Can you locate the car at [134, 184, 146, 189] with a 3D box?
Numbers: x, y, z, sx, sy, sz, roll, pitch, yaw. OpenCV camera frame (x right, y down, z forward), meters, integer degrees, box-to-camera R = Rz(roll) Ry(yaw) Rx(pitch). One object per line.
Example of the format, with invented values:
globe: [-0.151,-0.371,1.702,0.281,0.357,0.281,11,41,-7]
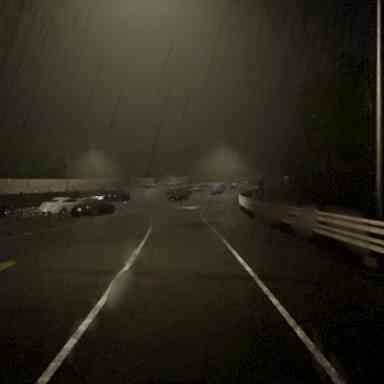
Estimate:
car: [-14.125,-1.124,89.217,2.150,2.045,5.566,1,2,17]

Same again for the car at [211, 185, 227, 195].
car: [5.224,-0.163,68.744,1.882,1.535,5.008,1,2,17]

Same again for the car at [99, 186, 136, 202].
car: [-9.795,0.492,43.962,2.097,1.767,4.553,1,2,17]

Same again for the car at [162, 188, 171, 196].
car: [-4.079,0.058,62.342,1.837,1.490,4.892,1,2,17]

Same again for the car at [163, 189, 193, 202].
car: [-1.877,0.693,45.856,1.895,1.301,4.718,1,2,17]

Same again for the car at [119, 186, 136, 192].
car: [-17.467,-0.848,90.268,2.033,1.411,5.357,1,2,17]

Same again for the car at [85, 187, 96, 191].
car: [-22.102,-0.414,75.134,1.882,1.535,5.008,1,2,17]

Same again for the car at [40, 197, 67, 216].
car: [-10.925,1.164,28.506,1.812,1.442,4.674,1,2,17]

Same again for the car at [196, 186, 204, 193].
car: [1.316,-0.655,79.866,2.097,1.767,4.553,1,2,17]

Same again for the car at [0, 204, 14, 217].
car: [-15.690,1.271,24.927,1.812,1.442,4.674,1,2,17]

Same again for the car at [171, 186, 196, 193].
car: [-1.452,0.018,58.987,2.097,1.767,4.553,1,2,17]

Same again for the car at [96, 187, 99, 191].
car: [-18.752,-0.353,74.123,1.837,1.490,4.892,1,2,17]

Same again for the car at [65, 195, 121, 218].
car: [-7.815,1.248,26.734,1.994,1.385,4.181,0,1,17]
